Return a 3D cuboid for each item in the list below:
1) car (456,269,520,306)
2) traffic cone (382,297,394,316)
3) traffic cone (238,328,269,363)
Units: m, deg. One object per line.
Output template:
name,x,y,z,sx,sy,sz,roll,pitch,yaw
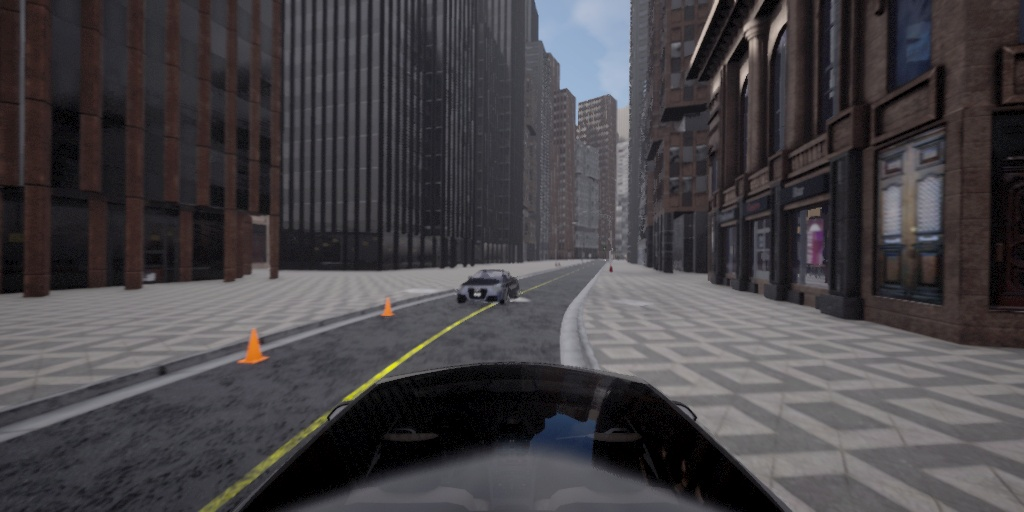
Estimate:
car,-0.911,1.293,15.729,1.994,1.385,4.181,1,0,12
traffic cone,-4.112,1.653,11.877,0.340,0.580,0.340,0,0,10
traffic cone,-4.820,1.651,6.694,0.340,0.580,0.340,0,0,5
